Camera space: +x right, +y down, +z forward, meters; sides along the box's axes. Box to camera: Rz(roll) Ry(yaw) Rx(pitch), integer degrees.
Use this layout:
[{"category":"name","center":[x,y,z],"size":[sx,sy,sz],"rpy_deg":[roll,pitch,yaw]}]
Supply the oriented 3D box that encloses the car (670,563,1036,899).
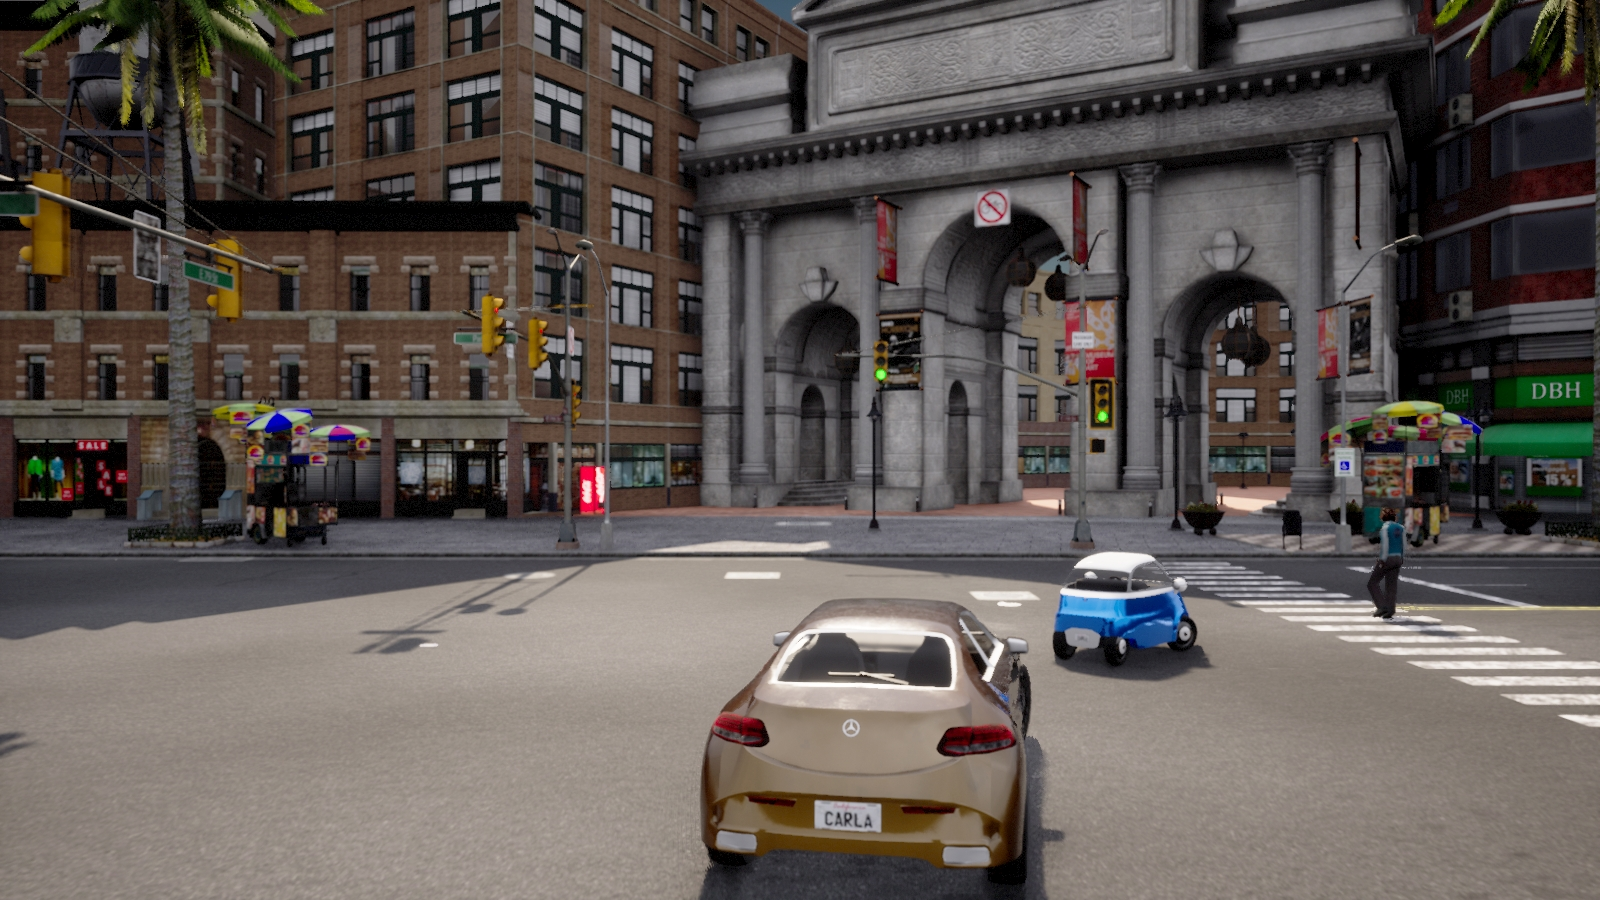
[{"category":"car","center":[0.737,1.992,9.124],"size":[2.152,1.651,5.027],"rpy_deg":[0,0,11]}]

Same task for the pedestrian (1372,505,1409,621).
[{"category":"pedestrian","center":[9.691,1.849,18.753],"size":[0.375,1.860,0.375],"rpy_deg":[0,0,-16]}]

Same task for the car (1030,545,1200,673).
[{"category":"car","center":[4.378,2.120,15.757],"size":[1.481,1.376,2.207],"rpy_deg":[0,0,40]}]
